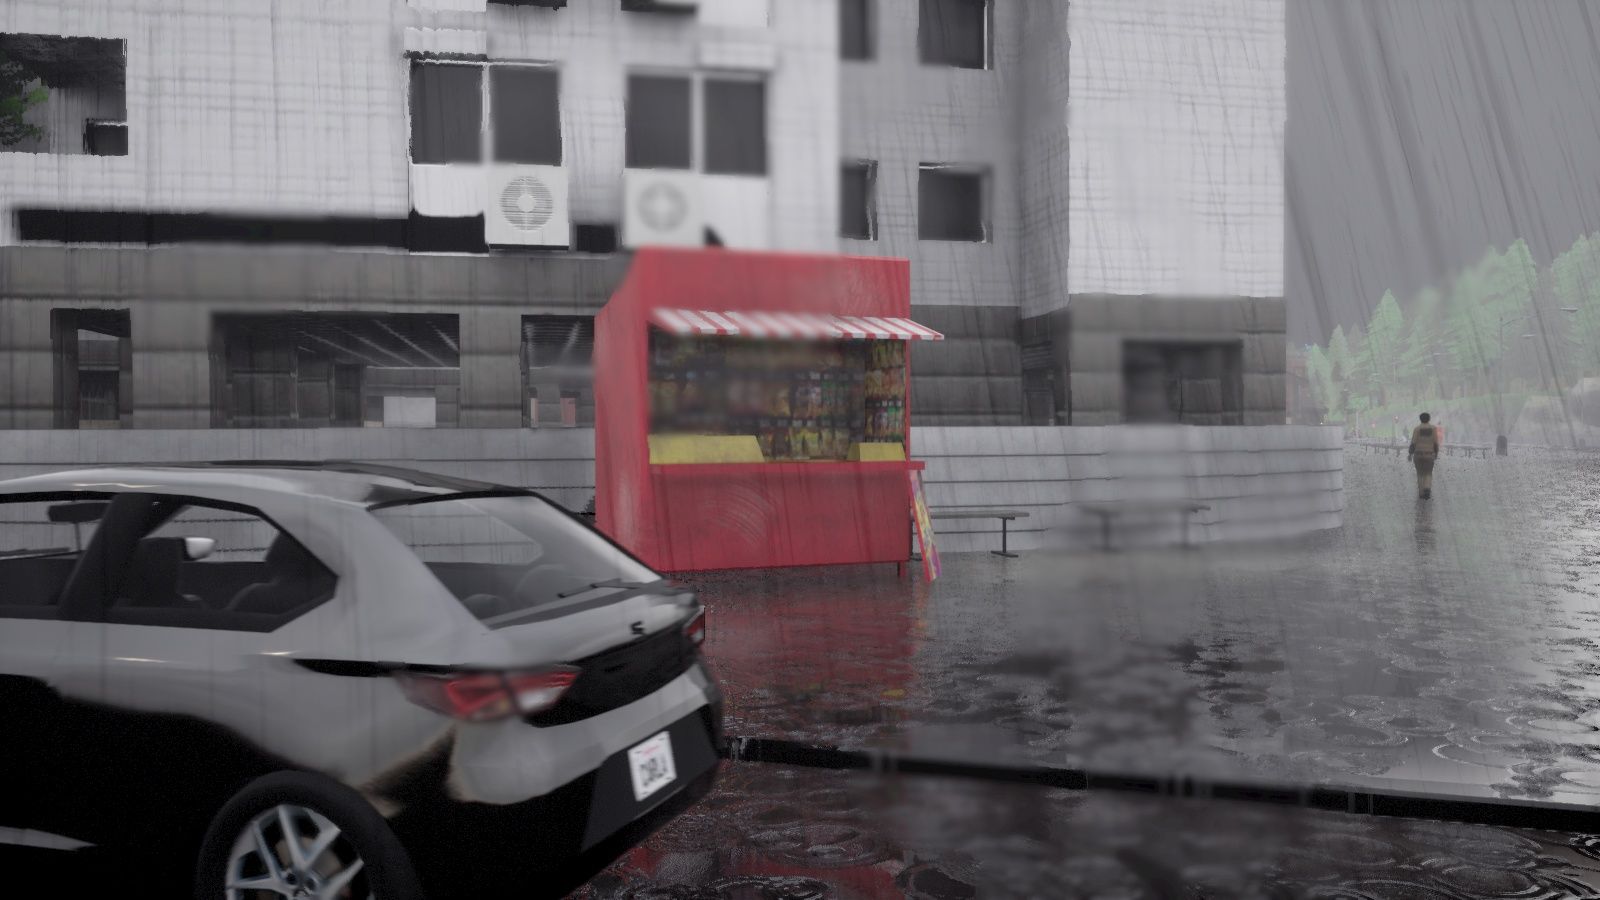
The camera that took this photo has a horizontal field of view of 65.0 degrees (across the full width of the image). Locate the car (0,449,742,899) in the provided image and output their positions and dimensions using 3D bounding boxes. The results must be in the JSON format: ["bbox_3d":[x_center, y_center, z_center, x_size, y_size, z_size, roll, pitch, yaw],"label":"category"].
[{"bbox_3d":[-2.498,0.758,4.570,4.193,1.474,1.816,1,1,18],"label":"car"}]

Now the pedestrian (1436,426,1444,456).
[{"bbox_3d":[39.276,-0.550,77.054,0.345,1.836,0.594,1,1,19],"label":"pedestrian"}]

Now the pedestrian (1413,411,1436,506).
[{"bbox_3d":[12.831,0.171,25.810,0.396,1.930,0.692,1,1,27],"label":"pedestrian"}]
